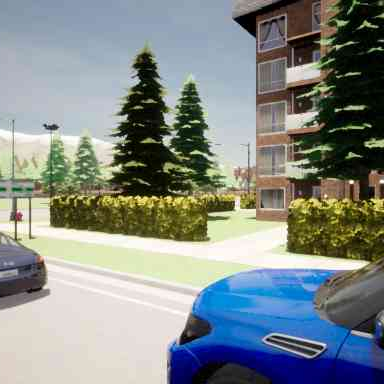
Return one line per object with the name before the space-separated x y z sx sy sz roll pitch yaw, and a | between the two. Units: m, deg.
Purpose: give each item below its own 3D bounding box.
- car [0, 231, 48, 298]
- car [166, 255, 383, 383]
car | -5.207 1.564 7.672 4.181 1.385 1.994 0 0 36
car | 2.411 1.221 2.270 5.566 2.045 2.150 0 0 36
